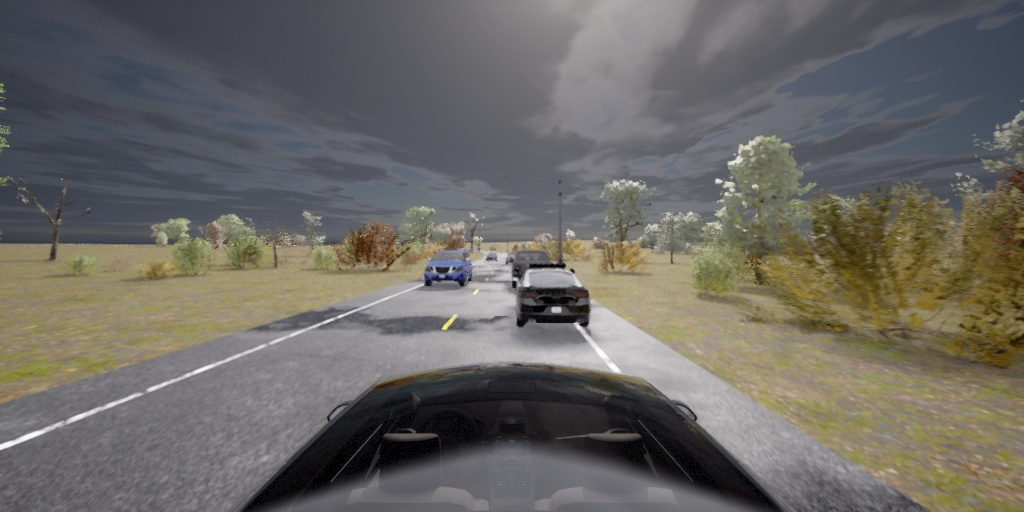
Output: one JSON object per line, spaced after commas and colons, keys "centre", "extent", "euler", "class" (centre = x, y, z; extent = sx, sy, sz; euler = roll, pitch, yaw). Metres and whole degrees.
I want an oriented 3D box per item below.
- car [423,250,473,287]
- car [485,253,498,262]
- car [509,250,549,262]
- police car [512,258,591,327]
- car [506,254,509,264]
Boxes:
{"centre": [-3.585, 0.649, 21.184], "extent": [2.150, 2.045, 5.566], "euler": [0, 1, 0], "class": "car"}
{"centre": [-3.519, 0.169, 62.767], "extent": [1.837, 1.490, 4.892], "euler": [0, 1, 0], "class": "car"}
{"centre": [1.059, 0.653, 20.952], "extent": [2.150, 2.045, 5.566], "euler": [0, 1, 0], "class": "car"}
{"centre": [1.054, 1.022, 11.036], "extent": [1.930, 1.638, 5.238], "euler": [0, 1, 0], "class": "police car"}
{"centre": [0.070, 0.413, 52.352], "extent": [2.033, 1.411, 5.357], "euler": [0, 1, 1], "class": "car"}
